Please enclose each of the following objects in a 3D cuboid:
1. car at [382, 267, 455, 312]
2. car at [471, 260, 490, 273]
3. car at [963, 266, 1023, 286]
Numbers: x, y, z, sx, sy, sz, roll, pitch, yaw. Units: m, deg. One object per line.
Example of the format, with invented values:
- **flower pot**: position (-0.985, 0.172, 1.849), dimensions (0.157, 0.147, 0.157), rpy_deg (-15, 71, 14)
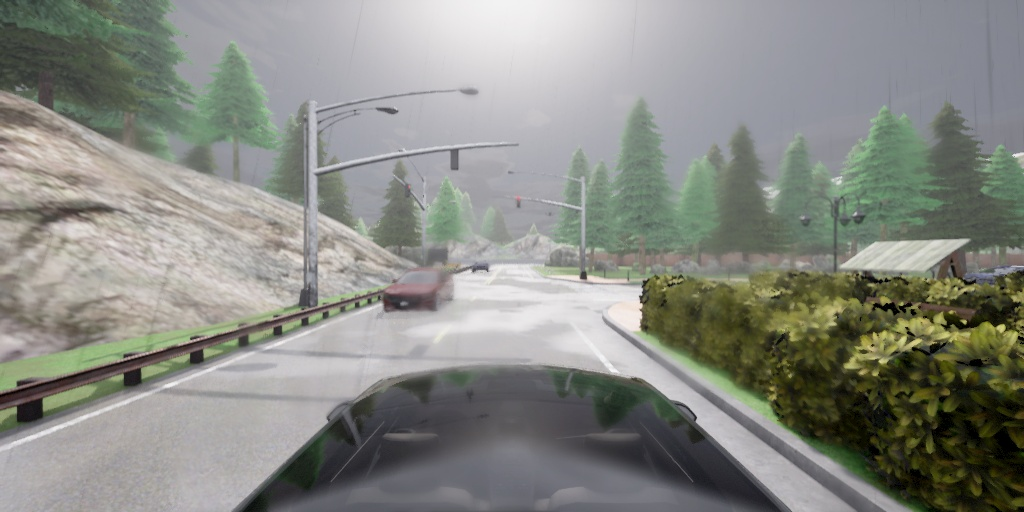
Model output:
- **car**: position (-3.480, 1.234, 14.150), dimensions (1.882, 1.535, 5.008), rpy_deg (0, 1, 0)
- **car**: position (-3.502, 1.160, 40.690), dimensions (1.895, 1.301, 4.718), rpy_deg (0, 0, 0)
- **car**: position (31.337, 1.363, 22.636), dimensions (4.674, 1.442, 1.812), rpy_deg (0, 0, 3)
